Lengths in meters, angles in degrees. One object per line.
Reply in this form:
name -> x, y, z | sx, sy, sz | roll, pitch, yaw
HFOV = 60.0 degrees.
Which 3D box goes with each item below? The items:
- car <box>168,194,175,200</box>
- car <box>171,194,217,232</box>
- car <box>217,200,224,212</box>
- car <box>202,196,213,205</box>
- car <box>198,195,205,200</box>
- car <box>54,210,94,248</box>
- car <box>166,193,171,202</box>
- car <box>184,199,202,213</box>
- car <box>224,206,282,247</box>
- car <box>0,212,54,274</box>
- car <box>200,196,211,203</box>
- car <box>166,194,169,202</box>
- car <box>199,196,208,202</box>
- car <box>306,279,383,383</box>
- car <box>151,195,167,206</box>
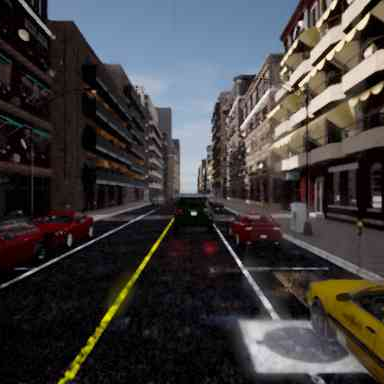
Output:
car -> -5.712, 1.429, 93.443 | 1.752, 1.417, 4.829 | 0, 0, 0
car -> 0.096, 1.203, 19.937 | 2.150, 2.045, 5.566 | 0, 0, 0
car -> 2.682, 1.515, 37.249 | 2.008, 1.369, 4.403 | 0, 0, 0
car -> 2.677, 1.466, 59.964 | 1.752, 1.417, 4.829 | 0, 0, 0
car -> 2.668, 1.486, 93.612 | 1.802, 1.307, 4.206 | 0, 0, 0
car -> -5.693, 1.531, 14.707 | 1.887, 1.381, 4.507 | 0, 0, 0
car -> -5.707, 1.473, 71.069 | 1.887, 1.381, 4.507 | 0, 0, 0
car -> 0.091, 1.564, 38.152 | 1.895, 1.301, 4.718 | 0, 0, 0
car -> 2.688, 1.531, 14.705 | 1.887, 1.381, 4.507 | 0, 0, 0
car -> -5.691, 1.432, 9.070 | 1.967, 1.590, 4.097 | 0, 0, 0
car -> 2.675, 1.500, 65.431 | 1.947, 1.339, 4.313 | 0, 0, 0
car -> -5.705, 1.491, 59.796 | 2.008, 1.369, 4.403 | 0, 0, 0
car -> 2.672, 1.504, 76.703 | 1.802, 1.307, 4.206 | 0, 0, 0
car -> 2.690, 1.522, 3.602 | 1.752, 1.417, 4.829 | 0, 0, 0
car -> -5.703, 1.497, 54.160 | 2.008, 1.369, 4.403 | 0, 0, 0
